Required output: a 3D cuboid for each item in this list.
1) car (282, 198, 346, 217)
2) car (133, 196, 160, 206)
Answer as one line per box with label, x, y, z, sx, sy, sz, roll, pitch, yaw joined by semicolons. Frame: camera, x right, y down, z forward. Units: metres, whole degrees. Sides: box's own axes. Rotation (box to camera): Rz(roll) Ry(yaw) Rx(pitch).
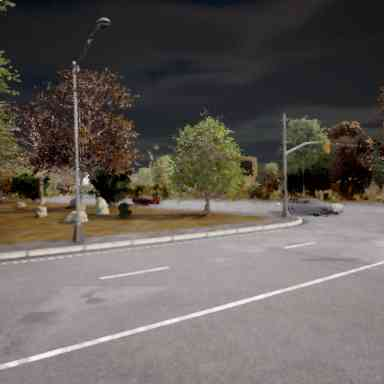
car;9.775;1.185;26.882;1.895;1.301;4.718;-2;1;-38
car;-6.443;1.236;47.345;1.895;1.301;4.718;-2;1;-39
